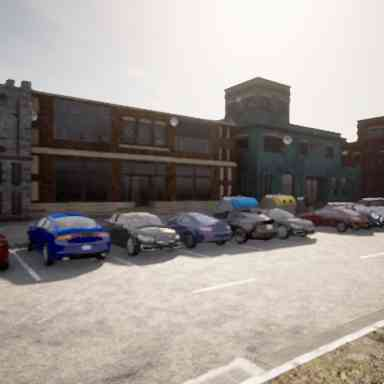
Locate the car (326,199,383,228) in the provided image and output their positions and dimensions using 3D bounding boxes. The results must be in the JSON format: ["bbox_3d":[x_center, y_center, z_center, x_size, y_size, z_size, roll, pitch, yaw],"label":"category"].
[{"bbox_3d":[11.251,1.557,23.221,2.185,1.767,4.553,1,0,-35],"label":"car"}]

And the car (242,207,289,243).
[{"bbox_3d":[2.111,1.607,16.735,2.163,1.488,4.792,1,0,-35],"label":"car"}]

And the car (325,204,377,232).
[{"bbox_3d":[8.929,1.694,21.531,2.002,1.452,4.674,1,0,-35],"label":"car"}]

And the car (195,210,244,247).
[{"bbox_3d":[-0.137,1.594,15.101,2.002,1.452,4.674,1,0,-35],"label":"car"}]

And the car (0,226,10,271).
[{"bbox_3d":[-6.956,1.517,10.303,2.163,1.488,4.792,1,0,-35],"label":"car"}]

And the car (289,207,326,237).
[{"bbox_3d":[4.392,1.603,18.325,2.231,1.521,4.892,1,0,-35],"label":"car"}]

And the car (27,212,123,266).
[{"bbox_3d":[-4.566,1.510,11.956,2.097,1.535,5.008,1,0,-35],"label":"car"}]

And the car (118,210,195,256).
[{"bbox_3d":[-2.306,1.532,13.573,2.231,1.521,4.892,1,0,-35],"label":"car"}]
